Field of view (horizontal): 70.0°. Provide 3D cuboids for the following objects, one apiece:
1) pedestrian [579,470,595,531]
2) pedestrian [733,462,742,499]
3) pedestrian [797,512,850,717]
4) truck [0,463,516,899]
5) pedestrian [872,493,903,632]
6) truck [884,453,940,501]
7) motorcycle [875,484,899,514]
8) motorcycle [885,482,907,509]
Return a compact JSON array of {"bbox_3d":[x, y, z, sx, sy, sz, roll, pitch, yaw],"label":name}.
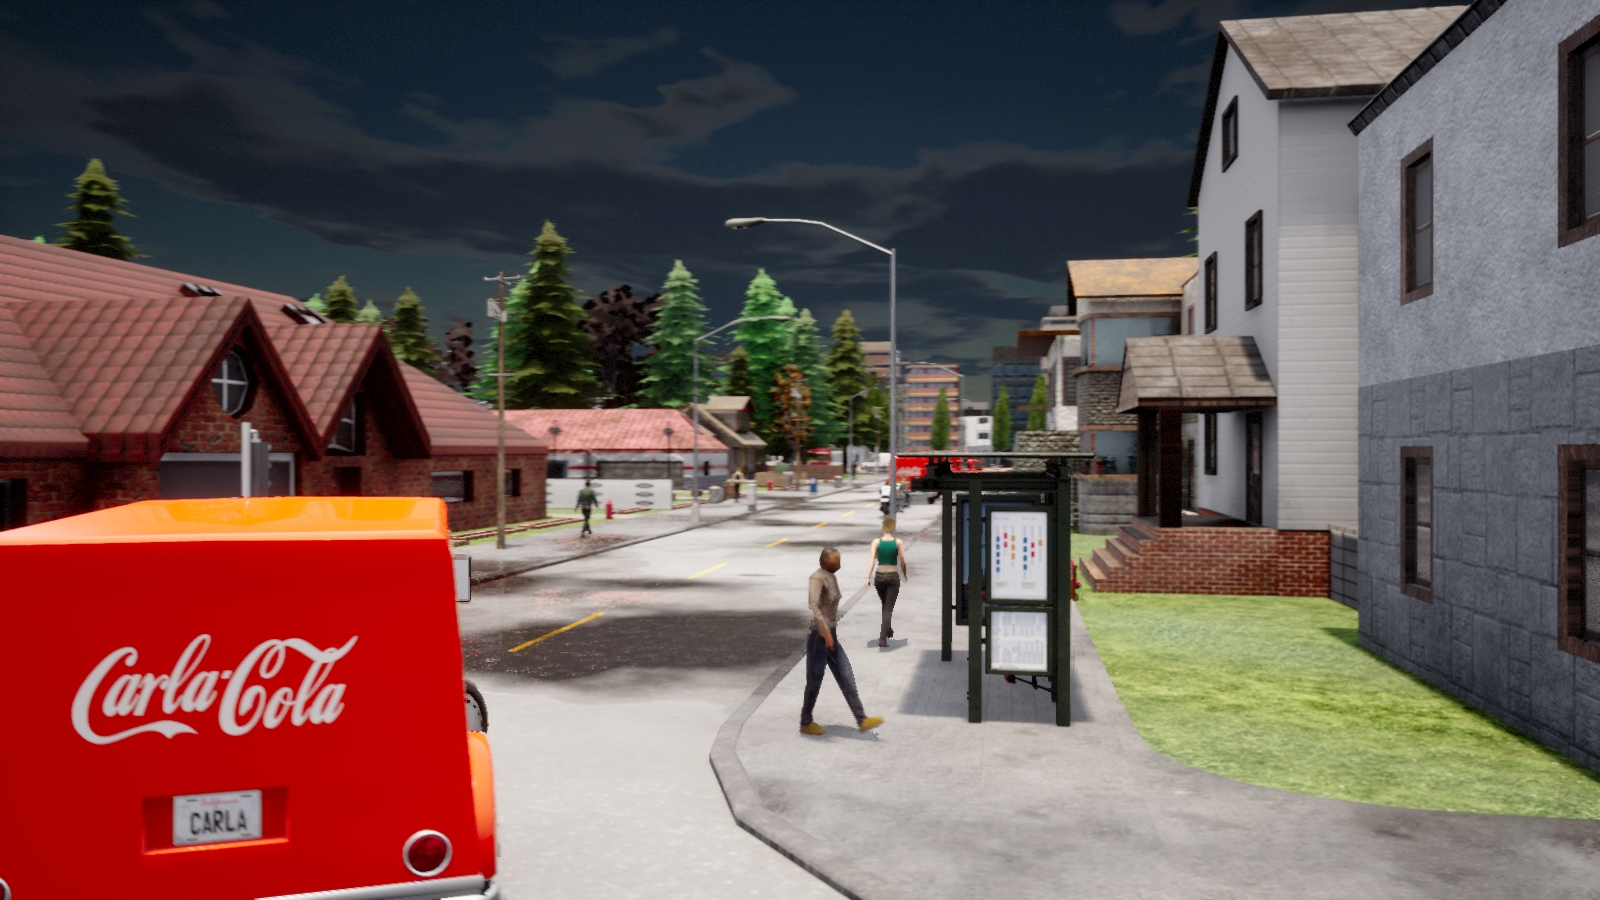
[{"bbox_3d":[-6.564,1.547,35.267,0.375,1.860,0.375,0,0,10],"label":"pedestrian"},{"bbox_3d":[-3.247,1.569,59.027,0.375,1.860,0.375,0,0,10],"label":"pedestrian"},{"bbox_3d":[0.226,1.525,10.735,0.375,1.860,0.375,0,0,25],"label":"pedestrian"},{"bbox_3d":[-3.417,1.351,7.612,2.627,2.467,5.204,0,0,-18],"label":"truck"},{"bbox_3d":[1.196,1.530,15.662,0.375,1.860,0.375,0,0,12],"label":"pedestrian"},{"bbox_3d":[6.135,1.403,61.805,2.627,2.467,5.204,0,0,10],"label":"truck"},{"bbox_3d":[3.636,2.035,47.863,0.803,1.145,2.033,0,0,10],"label":"motorcycle"},{"bbox_3d":[4.359,2.038,51.915,0.803,1.145,2.033,0,0,10],"label":"motorcycle"}]
